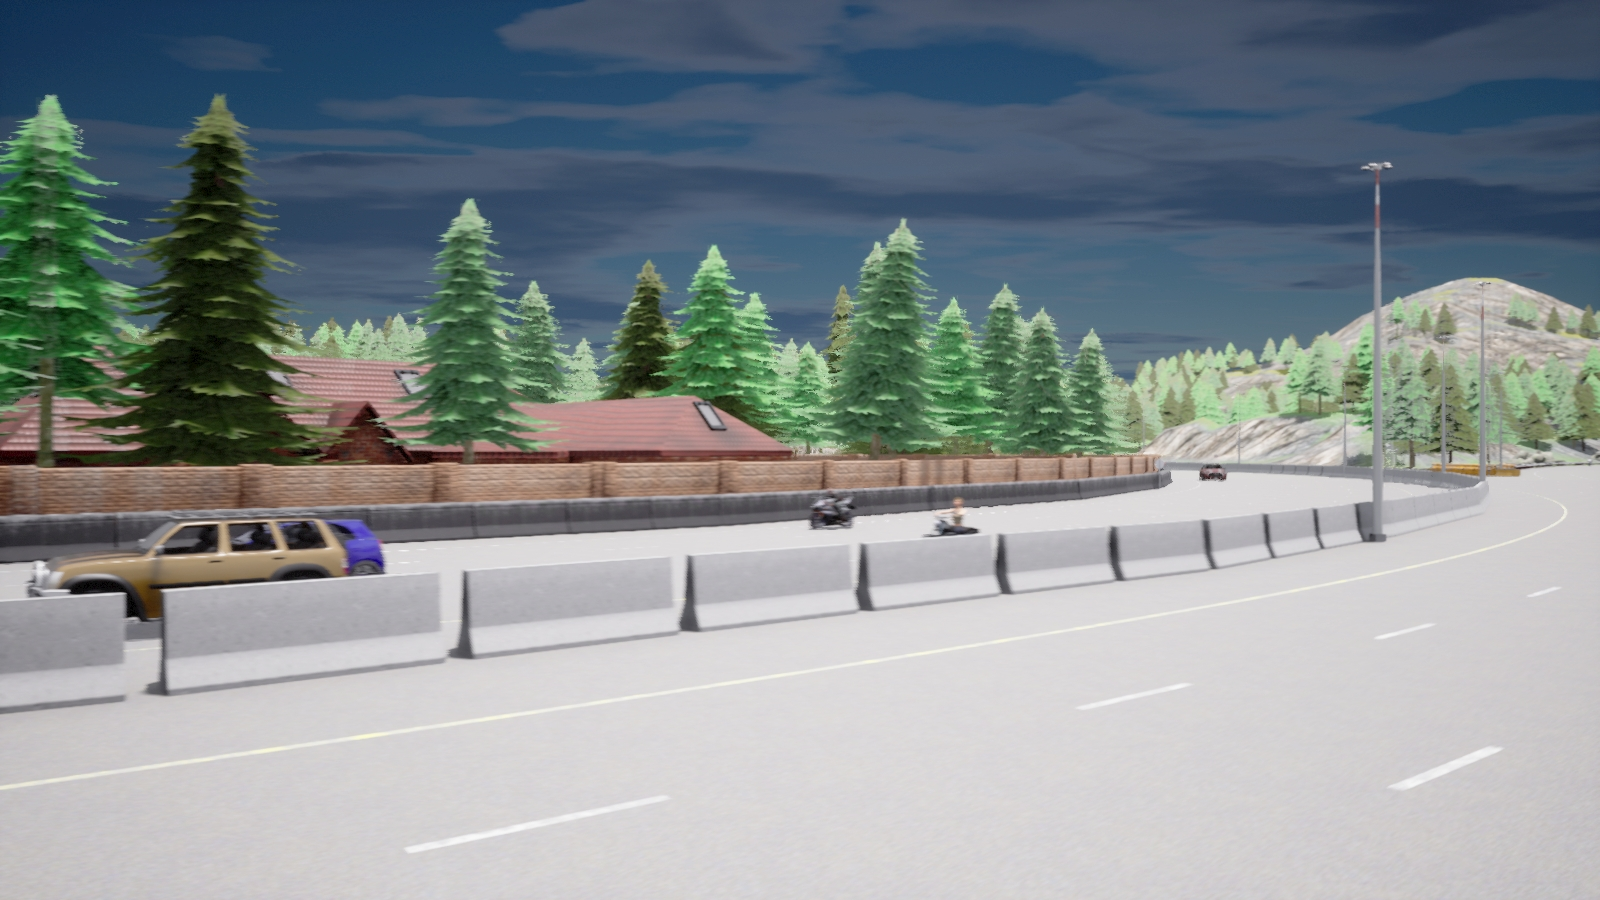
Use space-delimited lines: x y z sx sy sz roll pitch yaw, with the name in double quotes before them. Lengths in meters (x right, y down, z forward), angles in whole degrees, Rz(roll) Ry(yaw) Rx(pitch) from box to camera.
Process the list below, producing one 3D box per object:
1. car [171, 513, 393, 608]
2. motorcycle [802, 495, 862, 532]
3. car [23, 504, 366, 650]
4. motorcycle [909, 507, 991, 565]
"car" -10.059 2.078 22.256 3.633 1.501 1.845 0 0 -36
"motorcycle" 1.162 2.260 41.044 2.209 1.251 0.867 0 -1 -45
"car" -9.607 1.898 18.303 4.605 1.855 1.932 0 0 -37
"motorcycle" 3.867 2.182 29.375 2.356 1.325 0.764 0 0 -43
